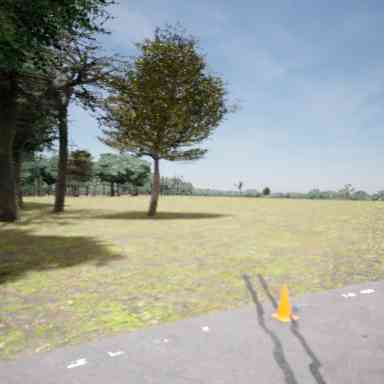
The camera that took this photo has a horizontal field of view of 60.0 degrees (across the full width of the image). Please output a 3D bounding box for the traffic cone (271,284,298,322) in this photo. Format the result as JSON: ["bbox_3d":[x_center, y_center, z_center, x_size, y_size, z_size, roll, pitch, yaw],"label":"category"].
[{"bbox_3d":[1.668,1.953,5.962,0.340,0.580,0.340,1,0,-30],"label":"traffic cone"}]
